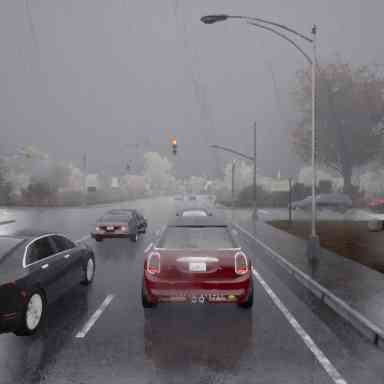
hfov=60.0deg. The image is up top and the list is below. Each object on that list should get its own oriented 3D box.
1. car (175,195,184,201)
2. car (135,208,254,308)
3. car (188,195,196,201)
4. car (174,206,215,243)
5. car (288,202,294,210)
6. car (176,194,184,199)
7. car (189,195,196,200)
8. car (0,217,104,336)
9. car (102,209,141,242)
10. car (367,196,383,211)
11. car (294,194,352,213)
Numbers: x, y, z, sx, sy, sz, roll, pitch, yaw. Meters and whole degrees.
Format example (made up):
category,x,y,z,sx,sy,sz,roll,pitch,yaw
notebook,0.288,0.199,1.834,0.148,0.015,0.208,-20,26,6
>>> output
category,x,y,z,sx,sy,sz,roll,pitch,yaw
car,-3.413,1.545,85.313,1.994,1.385,4.181,0,0,0
car,0.107,1.352,8.072,2.097,1.767,4.553,0,0,0
car,0.085,1.500,84.990,1.837,1.490,4.892,0,0,0
car,0.116,1.526,17.111,1.812,1.442,4.674,0,0,0
car,14.025,1.504,39.933,4.892,1.490,1.837,0,0,3
car,-3.364,1.402,95.340,1.994,1.385,4.181,0,0,1
car,0.137,1.524,95.344,1.812,1.442,4.674,0,0,1
car,-3.392,1.505,6.659,1.837,1.490,4.892,0,0,0
car,-3.386,1.547,16.317,2.033,1.411,5.357,0,0,0
car,23.859,1.211,39.391,5.566,2.045,2.150,0,0,3
car,14.501,1.221,36.398,5.566,2.045,2.150,0,0,3
